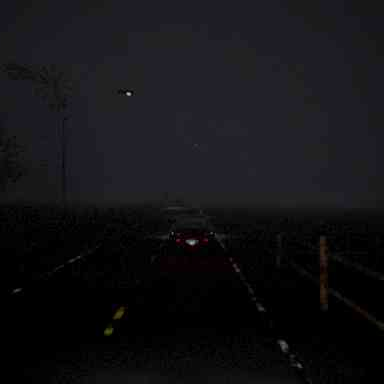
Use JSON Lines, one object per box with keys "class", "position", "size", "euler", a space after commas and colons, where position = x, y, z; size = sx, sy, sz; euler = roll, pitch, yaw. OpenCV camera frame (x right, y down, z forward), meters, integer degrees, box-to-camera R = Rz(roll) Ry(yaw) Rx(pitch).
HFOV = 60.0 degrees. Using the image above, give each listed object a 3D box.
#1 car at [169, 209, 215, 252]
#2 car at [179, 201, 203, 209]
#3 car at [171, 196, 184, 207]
{"class": "car", "position": [0.004, 1.666, 14.409], "size": [1.812, 1.442, 4.674], "euler": [0, 0, 0]}
{"class": "car", "position": [0.002, 1.810, 29.378], "size": [1.812, 1.442, 4.674], "euler": [0, 0, 0]}
{"class": "car", "position": [-2.756, 1.827, 64.712], "size": [2.150, 2.045, 5.566], "euler": [0, -1, 0]}
